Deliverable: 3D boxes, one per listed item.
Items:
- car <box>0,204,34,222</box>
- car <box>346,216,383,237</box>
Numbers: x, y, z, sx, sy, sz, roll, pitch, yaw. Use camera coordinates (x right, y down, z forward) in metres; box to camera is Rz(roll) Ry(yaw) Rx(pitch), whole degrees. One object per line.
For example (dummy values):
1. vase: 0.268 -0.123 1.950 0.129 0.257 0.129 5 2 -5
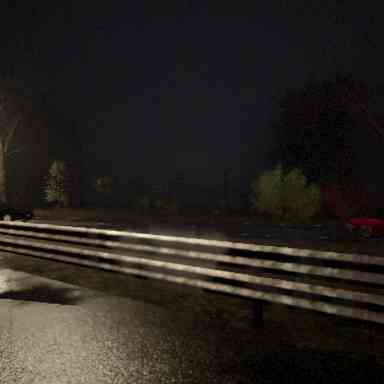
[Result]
1. car: -15.086 1.674 26.475 5.008 1.535 1.882 0 0 15
2. car: 11.476 1.900 19.123 4.718 1.301 1.895 0 0 15
